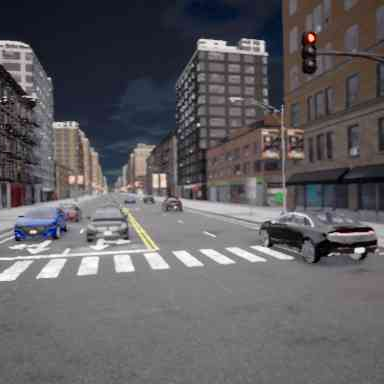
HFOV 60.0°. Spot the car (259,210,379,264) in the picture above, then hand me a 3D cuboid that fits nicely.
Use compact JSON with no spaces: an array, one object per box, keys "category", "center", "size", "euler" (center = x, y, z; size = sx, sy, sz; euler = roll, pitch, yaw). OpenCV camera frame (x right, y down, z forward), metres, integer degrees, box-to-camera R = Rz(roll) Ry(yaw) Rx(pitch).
[{"category":"car","center":[3.973,1.364,11.387],"size":[2.128,1.511,4.902],"euler":[-1,0,-14]}]

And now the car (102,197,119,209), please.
[{"category":"car","center":[-11.128,1.458,45.433],"size":[2.128,1.511,4.902],"euler":[-1,0,-13]}]

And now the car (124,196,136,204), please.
[{"category":"car","center":[-11.430,1.456,60.964],"size":[1.994,1.385,4.181],"euler":[-1,0,-14]}]

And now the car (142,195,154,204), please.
[{"category":"car","center":[-8.056,1.337,60.838],"size":[1.837,1.490,4.892],"euler":[-1,0,-14]}]

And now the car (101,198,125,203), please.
[{"category":"car","center":[-6.378,1.488,25.608],"size":[1.837,1.490,4.892],"euler":[-1,0,-14]}]

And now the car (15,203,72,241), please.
[{"category":"car","center":[-7.719,1.526,17.381],"size":[1.882,1.535,5.008],"euler":[-1,0,-14]}]

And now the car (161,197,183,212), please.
[{"category":"car","center":[-2.317,1.358,37.246],"size":[1.837,1.490,4.892],"euler":[-1,0,-14]}]

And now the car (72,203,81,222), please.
[{"category":"car","center":[-9.838,1.606,26.090],"size":[1.994,1.385,4.181],"euler":[-1,0,-14]}]

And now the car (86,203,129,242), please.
[{"category":"car","center":[-4.196,1.516,16.617],"size":[1.812,1.442,4.674],"euler":[-1,0,-14]}]
